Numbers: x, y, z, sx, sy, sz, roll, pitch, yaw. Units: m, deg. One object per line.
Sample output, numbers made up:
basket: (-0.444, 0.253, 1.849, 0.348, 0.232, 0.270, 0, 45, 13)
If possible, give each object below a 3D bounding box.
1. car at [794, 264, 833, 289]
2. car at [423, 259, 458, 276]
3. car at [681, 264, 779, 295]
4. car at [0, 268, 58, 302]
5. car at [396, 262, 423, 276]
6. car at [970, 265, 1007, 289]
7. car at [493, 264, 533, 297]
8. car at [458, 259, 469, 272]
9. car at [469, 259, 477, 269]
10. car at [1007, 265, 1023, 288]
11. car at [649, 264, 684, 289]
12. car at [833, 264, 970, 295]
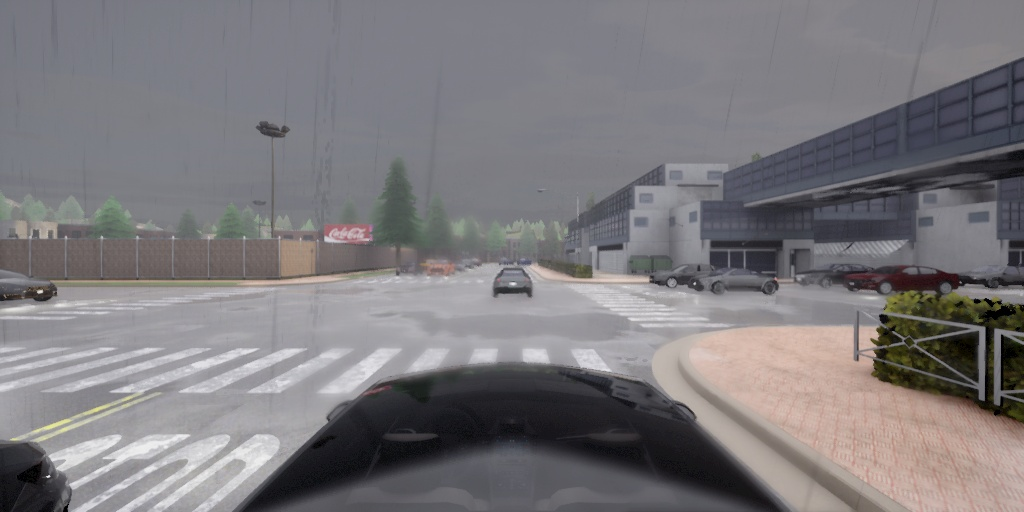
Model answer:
car: (20.691, 1.236, 22.750, 4.902, 1.511, 2.128, 0, 0, 0)
car: (-7.068, 1.094, 36.137, 2.097, 1.767, 4.553, 0, 0, 0)
car: (11.772, 1.310, 19.225, 4.181, 1.385, 1.994, 0, 0, -1)
car: (-21.880, 1.235, 14.774, 4.892, 1.490, 1.837, 0, 0, 0)
car: (-10.562, 1.305, 37.268, 1.994, 1.385, 4.181, 0, 0, 0)
car: (31.047, 1.292, 22.777, 5.357, 1.411, 2.033, 0, 0, 0)
car: (0.057, 1.310, 19.078, 1.994, 1.385, 4.181, 0, 0, 0)
car: (-7.023, 1.340, 45.125, 1.895, 1.301, 4.718, 0, 0, 0)
car: (-6.928, 1.242, 55.345, 1.837, 1.490, 4.892, 0, 0, 1)
car: (30.696, 1.237, 19.273, 4.902, 1.511, 2.128, 0, 0, 0)
car: (11.275, 1.250, 22.766, 4.892, 1.490, 1.837, 0, 0, 1)
car: (20.744, 1.223, 19.250, 5.008, 1.535, 1.882, 0, 0, 0)
